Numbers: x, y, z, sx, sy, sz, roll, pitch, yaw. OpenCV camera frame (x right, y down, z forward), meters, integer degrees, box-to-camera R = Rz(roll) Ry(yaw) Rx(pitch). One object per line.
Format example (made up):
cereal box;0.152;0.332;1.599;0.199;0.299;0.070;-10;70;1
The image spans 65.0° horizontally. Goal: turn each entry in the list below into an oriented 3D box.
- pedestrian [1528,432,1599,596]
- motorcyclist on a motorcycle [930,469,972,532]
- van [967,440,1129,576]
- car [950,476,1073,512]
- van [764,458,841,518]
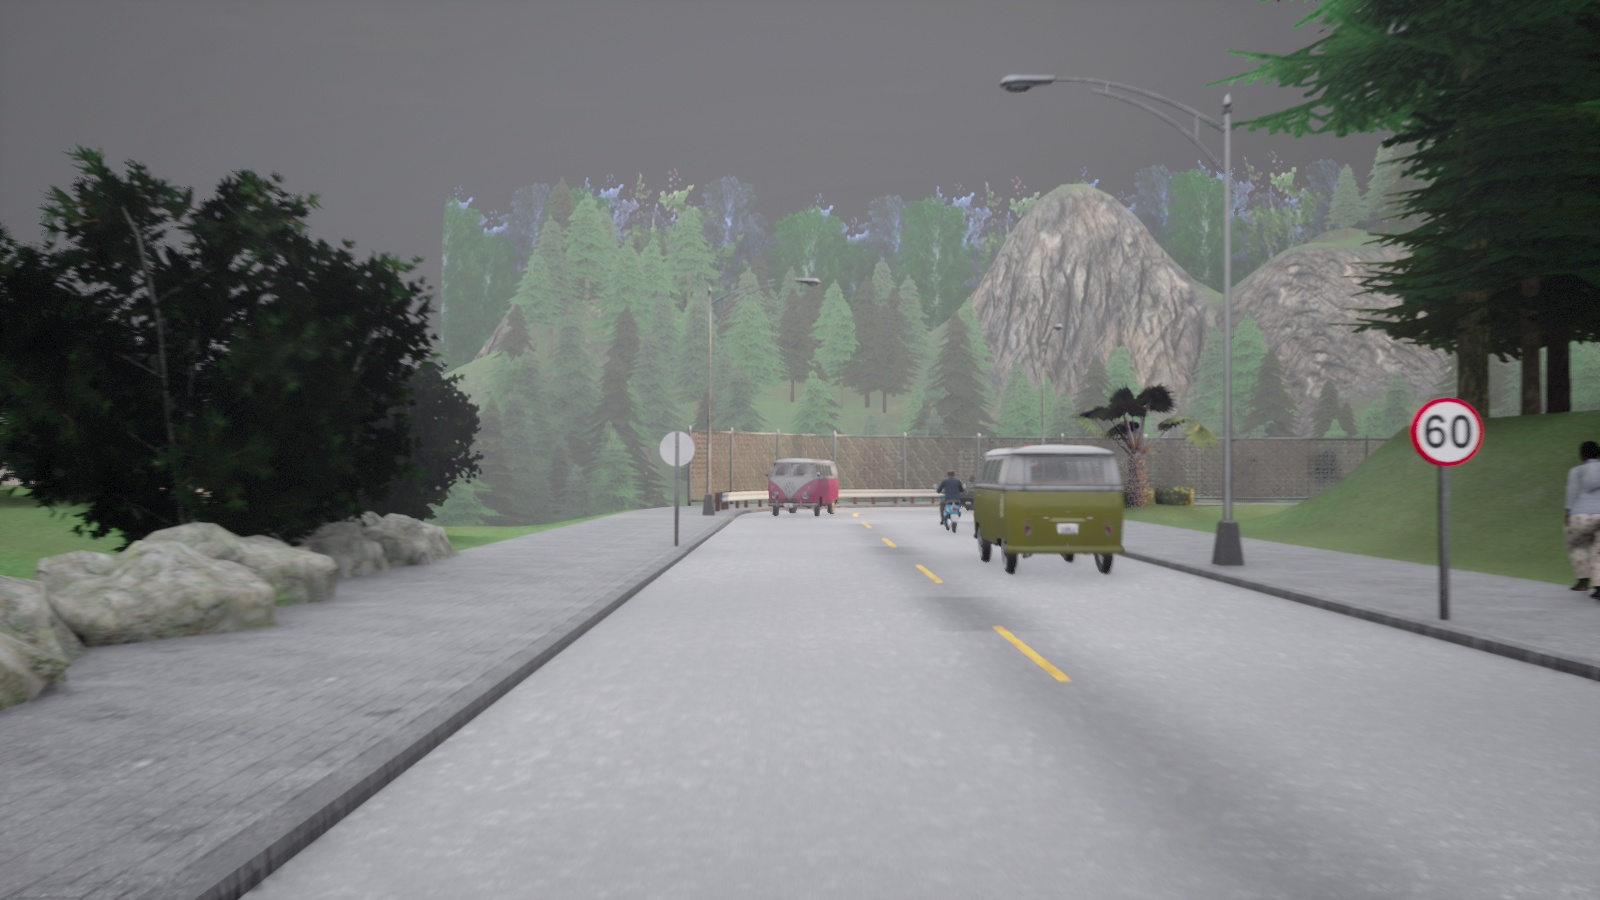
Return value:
pedestrian;9.182;0.732;14.683;0.874;1.855;0.900;0;-1;9
motorcyclist on a motorcycle;3.920;1.296;32.709;0.866;1.590;1.817;0;-1;0
van;3.948;0.896;20.741;1.775;1.987;4.442;0;-1;0
car;8.330;1.703;49.307;4.718;1.301;1.895;0;-1;-33
van;0.144;1.300;44.077;1.775;1.987;4.442;-1;-1;12
